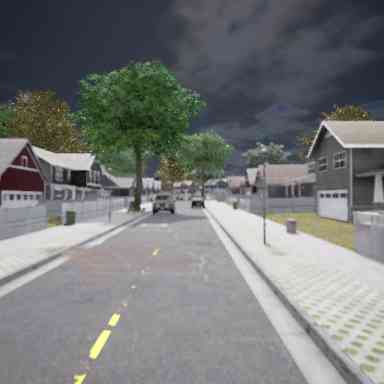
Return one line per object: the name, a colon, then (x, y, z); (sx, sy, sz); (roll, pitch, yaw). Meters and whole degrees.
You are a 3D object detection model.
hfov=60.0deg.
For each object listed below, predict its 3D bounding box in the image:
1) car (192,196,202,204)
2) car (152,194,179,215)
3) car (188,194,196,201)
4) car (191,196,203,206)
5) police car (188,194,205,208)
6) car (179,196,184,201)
car: (0.831, 1.468, 62.936); (1.837, 1.490, 4.892); (0, 0, 0)
car: (-2.843, 1.229, 34.580); (2.150, 2.045, 5.566); (0, 0, 0)
car: (0.008, 1.309, 81.721); (2.128, 1.511, 4.902); (0, 0, 0)
car: (0.830, 1.479, 56.934); (1.837, 1.490, 4.892); (0, 0, 0)
police car: (0.830, 1.417, 47.041); (1.930, 1.638, 5.238); (0, 0, 0)
car: (-2.742, 1.440, 75.215); (1.895, 1.301, 4.718); (0, 0, 0)
